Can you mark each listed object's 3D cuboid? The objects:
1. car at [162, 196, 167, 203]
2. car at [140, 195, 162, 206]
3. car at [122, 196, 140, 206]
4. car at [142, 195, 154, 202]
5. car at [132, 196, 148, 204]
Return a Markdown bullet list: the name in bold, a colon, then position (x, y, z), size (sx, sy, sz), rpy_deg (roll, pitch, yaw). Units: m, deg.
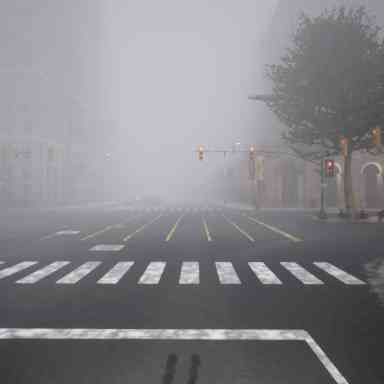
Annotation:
- **car**: position (-6.538, 1.490, 63.295), size (2.128, 1.511, 4.902), rpy_deg (0, 0, 2)
- **car**: position (-6.638, 1.351, 54.154), size (2.097, 1.767, 4.553), rpy_deg (0, 0, 1)
- **car**: position (-10.121, 1.600, 54.845), size (1.895, 1.301, 4.718), rpy_deg (0, 0, 1)
- **car**: position (-9.806, 1.523, 74.555), size (1.812, 1.442, 4.674), rpy_deg (0, 0, 1)
- **car**: position (-10.008, 1.546, 64.597), size (2.033, 1.411, 5.357), rpy_deg (0, 0, 2)
